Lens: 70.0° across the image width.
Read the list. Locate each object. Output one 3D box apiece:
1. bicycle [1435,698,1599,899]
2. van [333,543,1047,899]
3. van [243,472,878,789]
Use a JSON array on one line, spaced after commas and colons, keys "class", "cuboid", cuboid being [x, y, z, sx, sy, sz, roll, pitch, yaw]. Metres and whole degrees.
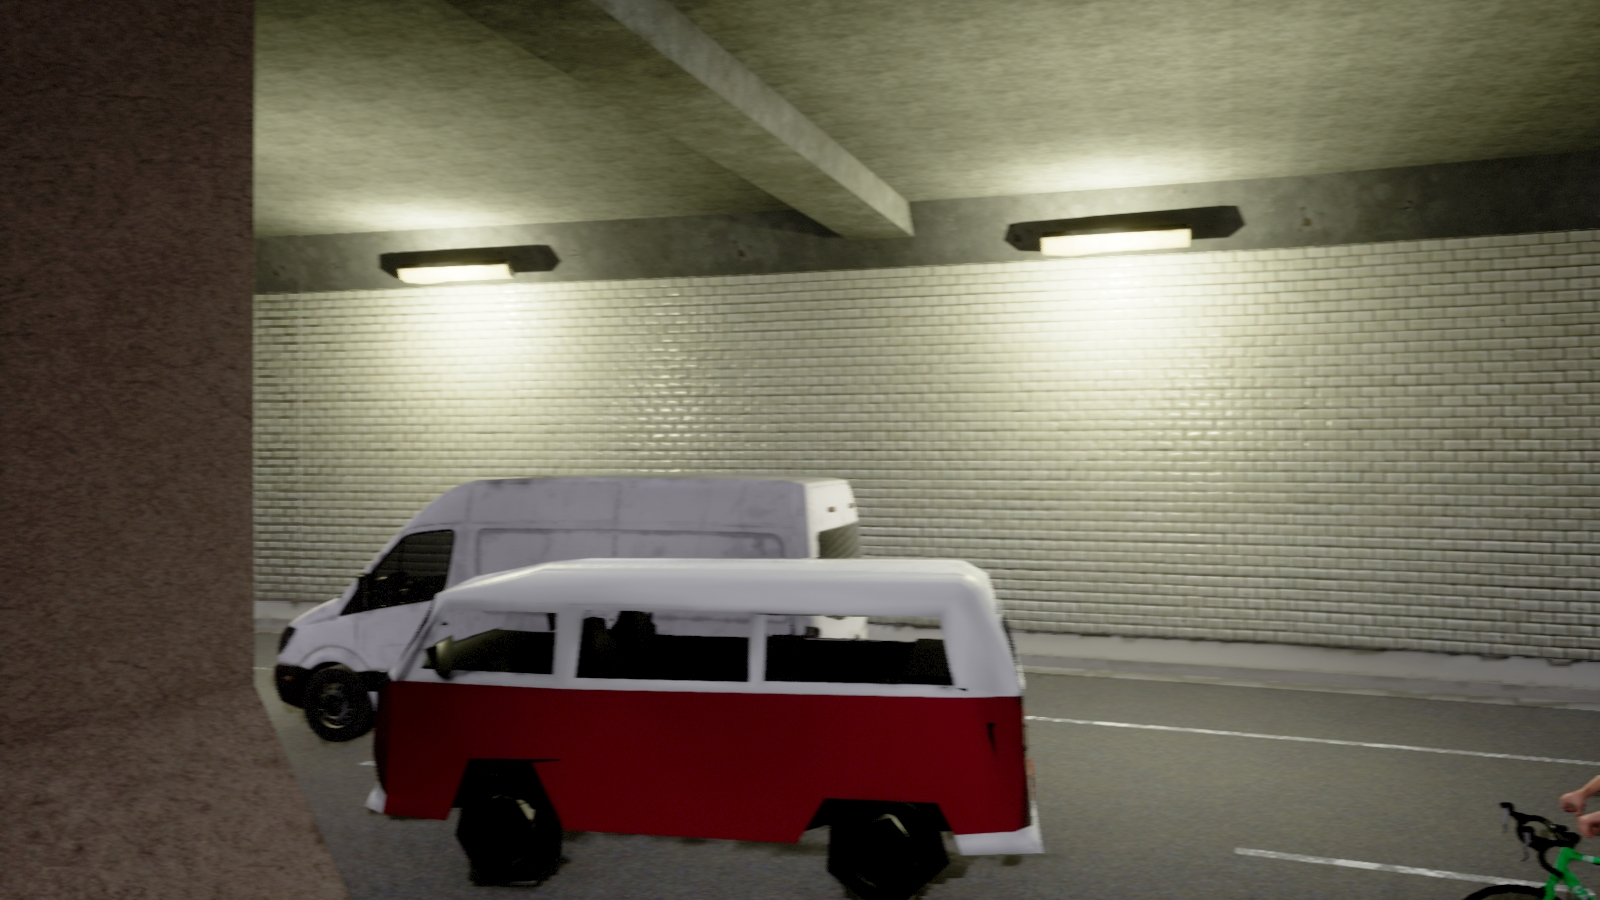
[{"class": "bicycle", "cuboid": [3.981, 2.042, 5.432, 1.643, 1.521, 0.373, 0, 0, 23]}, {"class": "van", "cuboid": [-0.614, 1.781, 7.982, 4.480, 2.038, 2.069, 0, 0, 9]}, {"class": "van", "cuboid": [-2.338, 1.532, 11.298, 5.915, 2.561, 1.988, 0, 0, 17]}]
